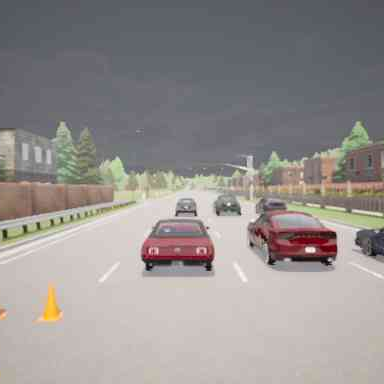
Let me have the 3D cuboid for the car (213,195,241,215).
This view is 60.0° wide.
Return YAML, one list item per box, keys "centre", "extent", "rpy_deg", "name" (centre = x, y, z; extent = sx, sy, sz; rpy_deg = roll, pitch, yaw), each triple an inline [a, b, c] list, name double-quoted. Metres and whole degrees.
- centre: [3.020, 1.035, 29.531]
  extent: [2.097, 1.767, 4.553]
  rpy_deg: [0, 1, 0]
  name: "car"

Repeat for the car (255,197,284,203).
- centre: [6.532, 1.199, 27.897]
  extent: [1.837, 1.490, 4.892]
  rpy_deg: [0, 0, 0]
  name: "car"

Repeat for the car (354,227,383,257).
- centre: [6.635, 1.438, 9.258]
  extent: [2.033, 1.411, 5.357]
  rpy_deg: [0, 1, 0]
  name: "car"

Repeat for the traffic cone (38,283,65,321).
- centre: [-2.457, 1.896, 5.812]
  extent: [0.340, 0.580, 0.340]
  rpy_deg: [0, 1, 0]
  name: "traffic cone"

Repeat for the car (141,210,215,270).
- centre: [-0.371, 1.488, 10.578]
  extent: [1.895, 1.301, 4.718]
  rpy_deg: [0, 1, 0]
  name: "car"

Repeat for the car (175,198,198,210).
- centre: [-0.473, 1.243, 28.645]
  extent: [2.033, 1.411, 5.357]
  rpy_deg: [0, 1, 0]
  name: "car"

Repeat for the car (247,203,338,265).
- centre: [3.124, 1.352, 11.278]
  extent: [1.882, 1.535, 5.008]
  rpy_deg: [0, 1, 0]
  name: "car"

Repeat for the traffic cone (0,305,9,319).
- centre: [-3.457, 1.897, 5.807]
  extent: [0.340, 0.580, 0.340]
  rpy_deg: [0, 1, 0]
  name: "traffic cone"
